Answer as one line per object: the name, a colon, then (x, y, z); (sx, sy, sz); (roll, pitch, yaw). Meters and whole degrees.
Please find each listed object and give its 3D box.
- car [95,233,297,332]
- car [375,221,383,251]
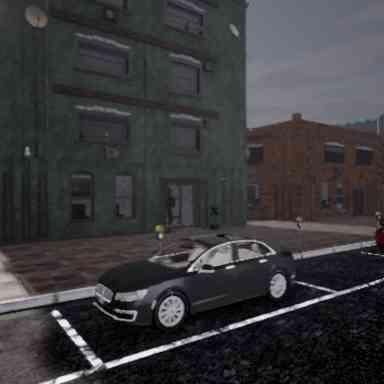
car: (0.289, 1.567, 6.766); (4.403, 1.369, 2.008); (0, -1, -35)
car: (9.325, 1.374, 13.208); (5.009, 1.841, 2.192); (0, -1, -35)
